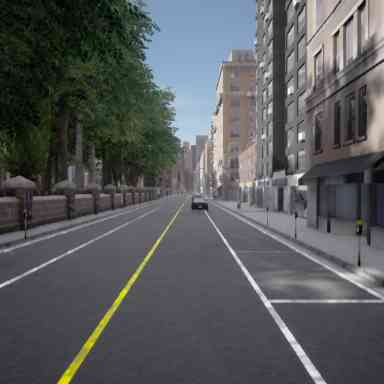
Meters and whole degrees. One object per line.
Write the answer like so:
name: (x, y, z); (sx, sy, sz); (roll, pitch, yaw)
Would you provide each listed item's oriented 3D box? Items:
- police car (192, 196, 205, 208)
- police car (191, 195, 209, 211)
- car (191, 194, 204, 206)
police car: (0.900, 1.403, 48.970); (1.930, 1.638, 5.238); (0, 0, 0)
police car: (0.900, 1.409, 38.970); (1.930, 1.638, 5.238); (0, 0, 0)
car: (0.895, 1.328, 54.828); (2.097, 1.767, 4.553); (0, 0, 0)
